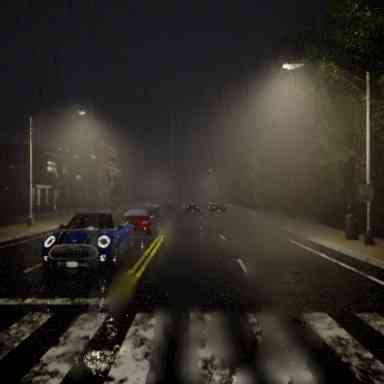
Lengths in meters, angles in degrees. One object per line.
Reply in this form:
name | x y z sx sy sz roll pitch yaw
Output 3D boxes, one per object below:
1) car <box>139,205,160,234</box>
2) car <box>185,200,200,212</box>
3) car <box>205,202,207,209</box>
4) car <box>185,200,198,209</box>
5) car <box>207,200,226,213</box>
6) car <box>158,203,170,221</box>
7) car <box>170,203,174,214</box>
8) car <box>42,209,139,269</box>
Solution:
car | -3.360 1.749 20.625 1.994 1.385 4.181 0 0 0
car | 0.077 1.997 44.489 1.895 1.301 4.718 0 -1 0
car | 3.223 1.964 53.245 2.128 1.511 4.902 0 -1 0
car | -0.014 2.032 54.688 2.033 1.411 5.357 0 0 0
car | 3.330 1.986 43.239 1.895 1.301 4.718 0 -1 0
car | -3.360 1.873 30.468 1.895 1.301 4.718 0 -1 0
car | -3.327 1.967 41.083 1.895 1.301 4.718 0 -1 0
car | -3.355 1.456 11.573 2.097 1.767 4.553 0 -1 0
